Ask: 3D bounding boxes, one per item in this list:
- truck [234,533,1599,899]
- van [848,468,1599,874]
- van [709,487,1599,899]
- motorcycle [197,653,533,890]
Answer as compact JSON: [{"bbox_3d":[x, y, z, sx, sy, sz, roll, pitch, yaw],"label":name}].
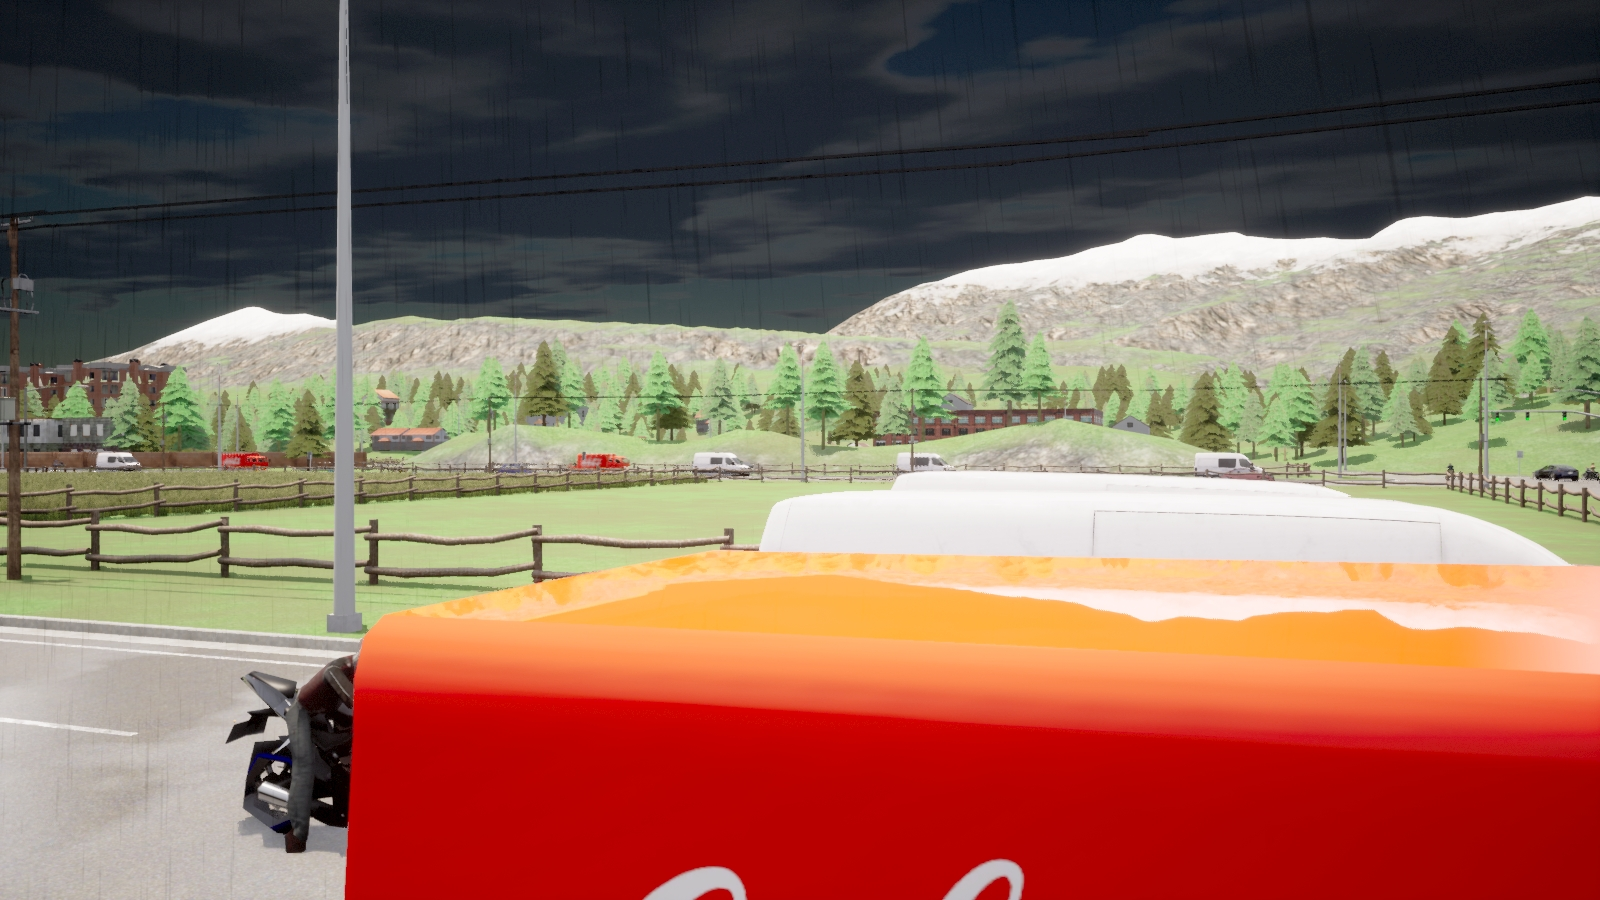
[{"bbox_3d":[1.691,1.573,2.754,5.204,2.467,2.627,0,0,21],"label":"truck"},{"bbox_3d":[3.544,1.528,9.453,5.915,2.561,1.988,1,0,20],"label":"van"},{"bbox_3d":[2.633,1.535,6.060,5.915,2.561,1.988,0,0,20],"label":"van"},{"bbox_3d":[-3.100,2.209,8.150,2.209,1.251,0.867,0,0,20],"label":"motorcycle"}]
